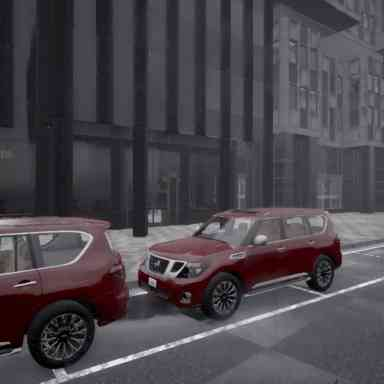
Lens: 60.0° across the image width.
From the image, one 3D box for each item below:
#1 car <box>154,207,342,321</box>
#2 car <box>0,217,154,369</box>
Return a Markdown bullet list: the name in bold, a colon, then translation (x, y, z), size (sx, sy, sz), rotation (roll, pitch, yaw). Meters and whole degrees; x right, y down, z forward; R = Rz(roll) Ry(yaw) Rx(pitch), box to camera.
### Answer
- **car**: translation (1.335, 1.314, 7.473), size (5.009, 1.841, 2.192), rotation (0, 0, -35)
- **car**: translation (-3.263, 1.315, 4.206), size (5.009, 1.841, 2.192), rotation (0, 0, -35)
